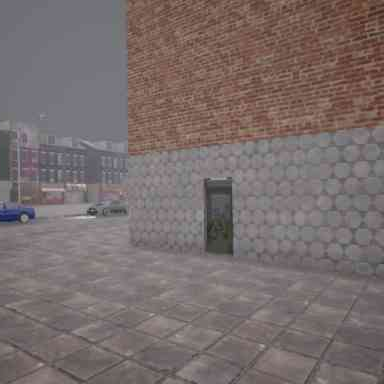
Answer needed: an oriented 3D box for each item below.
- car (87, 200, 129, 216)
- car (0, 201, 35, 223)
[{"bbox_3d":[-7.532,1.411,30.512,1.994,1.385,4.181,-2,0,35],"label":"car"},{"bbox_3d":[-13.220,1.430,22.441,1.882,1.535,5.008,-2,0,35],"label":"car"}]
